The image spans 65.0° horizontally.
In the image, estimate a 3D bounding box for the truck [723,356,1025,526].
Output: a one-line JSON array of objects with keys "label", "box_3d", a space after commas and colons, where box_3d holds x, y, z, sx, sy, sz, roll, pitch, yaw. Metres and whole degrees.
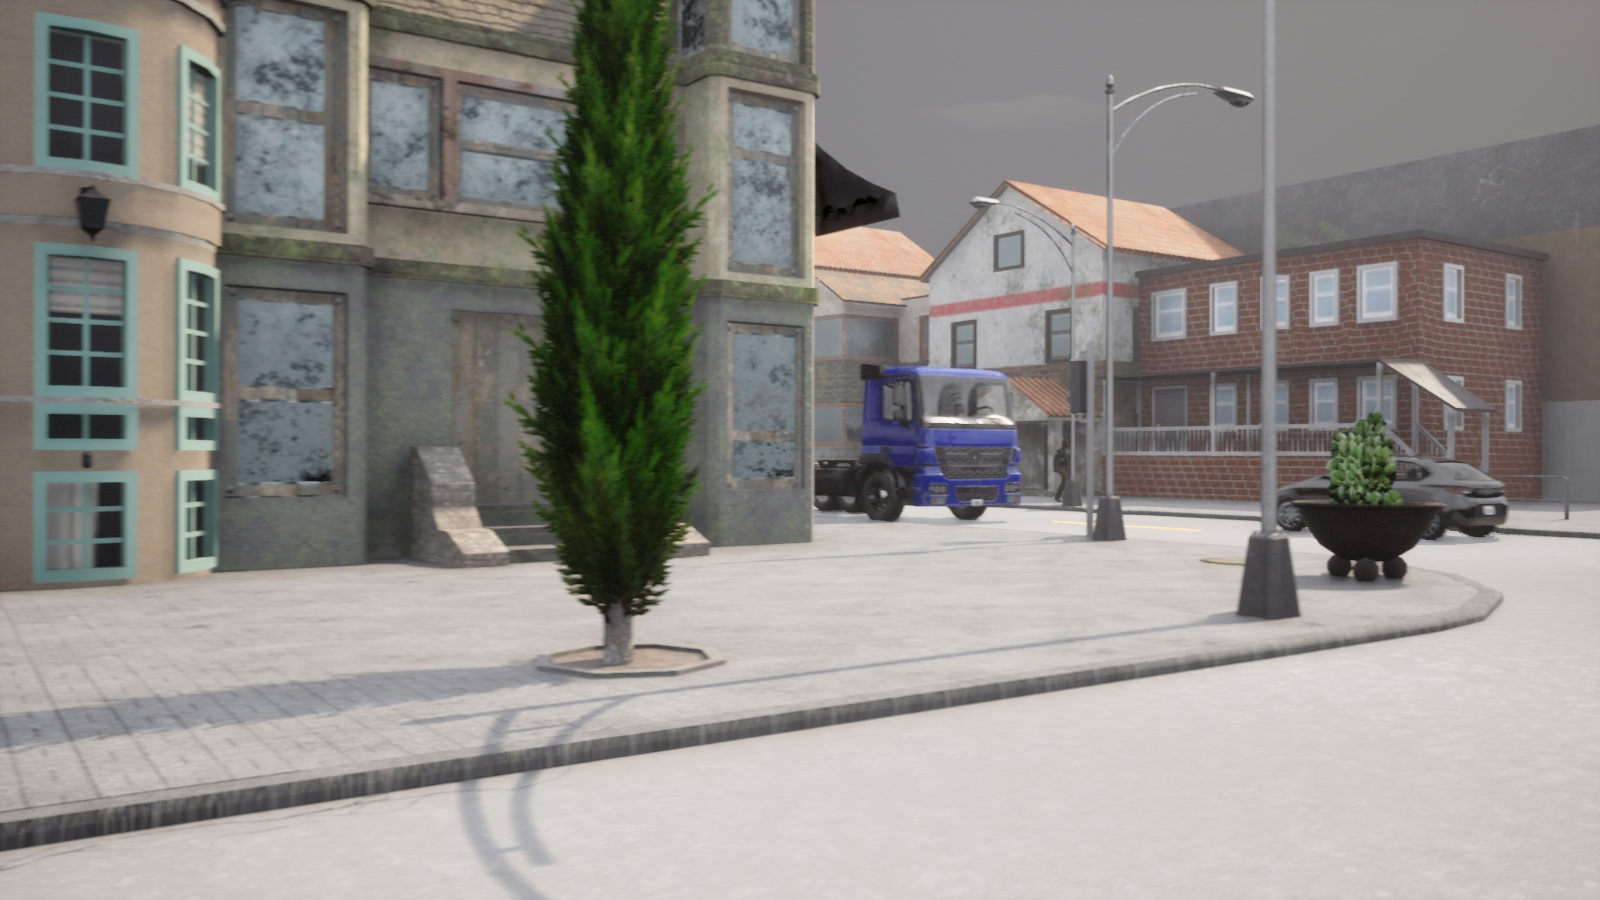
[{"label": "truck", "box_3d": [1.445, -0.167, 29.617, 2.891, 3.462, 7.936, 0, 0, -34]}]

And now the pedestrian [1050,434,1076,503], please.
[{"label": "pedestrian", "box_3d": [7.465, 0.527, 35.715, 0.395, 1.930, 0.692, 0, 0, -23]}]

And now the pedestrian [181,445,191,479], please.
[{"label": "pedestrian", "box_3d": [-35.454, 0.707, 72.470, 0.396, 1.930, 0.692, 0, 0, -36]}]

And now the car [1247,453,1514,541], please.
[{"label": "car", "box_3d": [10.648, 0.793, 23.349, 1.816, 1.474, 4.193, 0, 0, -32]}]
